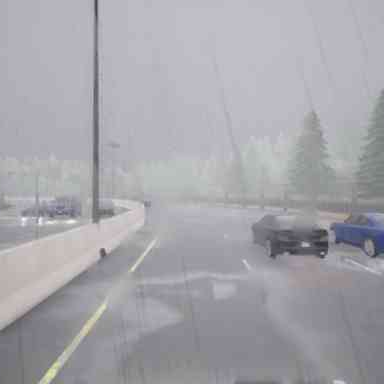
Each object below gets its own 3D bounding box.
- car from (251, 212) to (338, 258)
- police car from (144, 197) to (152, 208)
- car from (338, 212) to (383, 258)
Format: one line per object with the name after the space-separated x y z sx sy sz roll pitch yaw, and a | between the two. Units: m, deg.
3.589 1.532 12.985 1.882 1.535 5.008 0 0 0 | car
-7.809 1.646 53.445 1.930 1.638 5.238 0 0 -21 | police car
7.088 1.532 12.984 1.882 1.535 5.008 0 0 0 | car
